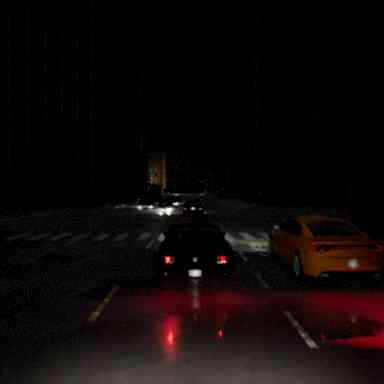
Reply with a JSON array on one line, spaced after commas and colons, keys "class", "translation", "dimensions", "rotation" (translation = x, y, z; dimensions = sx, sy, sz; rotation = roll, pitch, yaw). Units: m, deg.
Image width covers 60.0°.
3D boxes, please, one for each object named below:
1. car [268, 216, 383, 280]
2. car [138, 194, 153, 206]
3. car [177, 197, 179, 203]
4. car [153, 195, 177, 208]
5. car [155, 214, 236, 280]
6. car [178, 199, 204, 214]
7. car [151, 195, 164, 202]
[{"class": "car", "translation": [3.596, 1.438, 9.838], "dimensions": [1.882, 1.535, 5.008], "rotation": [0, 0, 1]}, {"class": "car", "translation": [-7.066, 1.147, 51.379], "dimensions": [2.097, 1.767, 4.553], "rotation": [0, 0, 0]}, {"class": "car", "translation": [-3.533, 1.314, 62.470], "dimensions": [1.994, 1.385, 4.181], "rotation": [0, 0, 1]}, {"class": "car", "translation": [-3.583, 1.309, 45.384], "dimensions": [2.128, 1.511, 4.902], "rotation": [0, 0, 0]}, {"class": "car", "translation": [0.065, 1.561, 9.820], "dimensions": [1.895, 1.301, 4.718], "rotation": [0, 0, 0]}, {"class": "car", "translation": [0.092, 1.380, 29.128], "dimensions": [2.033, 1.411, 5.357], "rotation": [0, 0, 0]}, {"class": "car", "translation": [-6.999, 1.278, 67.079], "dimensions": [2.033, 1.411, 5.357], "rotation": [0, 0, 0]}]
